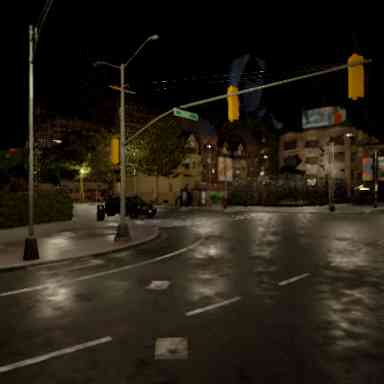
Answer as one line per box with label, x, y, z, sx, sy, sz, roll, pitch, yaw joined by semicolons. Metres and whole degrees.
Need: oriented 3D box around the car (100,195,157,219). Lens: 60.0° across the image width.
car;-5.593;1.296;30.067;5.566;2.045;2.150;0;0;42
